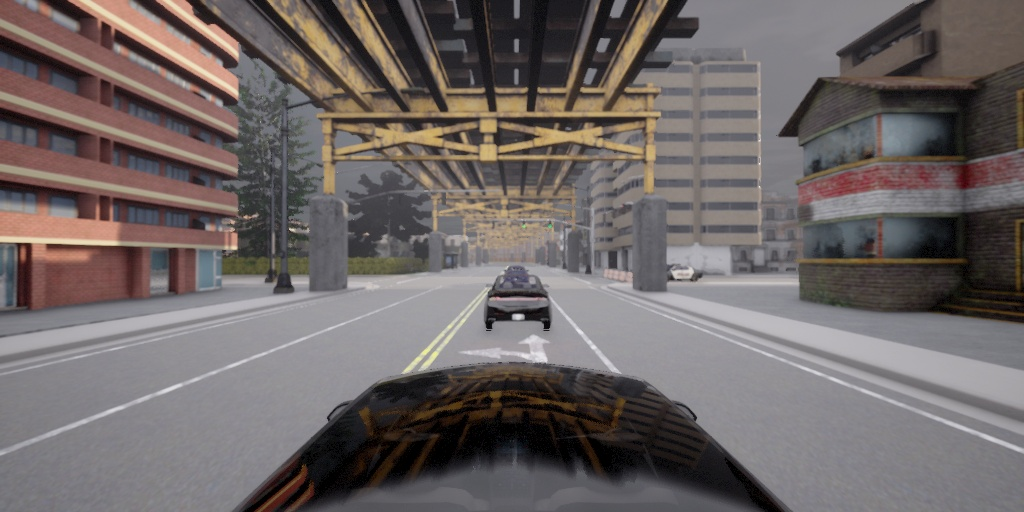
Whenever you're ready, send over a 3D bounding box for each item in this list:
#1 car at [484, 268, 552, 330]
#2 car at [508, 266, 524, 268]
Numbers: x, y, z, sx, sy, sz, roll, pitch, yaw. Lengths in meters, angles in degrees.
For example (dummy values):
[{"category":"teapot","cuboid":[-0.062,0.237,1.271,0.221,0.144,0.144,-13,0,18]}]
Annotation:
[{"category":"car","cuboid":[0.172,1.320,11.373,2.128,1.511,4.902,0,0,0]},{"category":"car","cuboid":[0.317,1.471,27.347,1.812,1.442,4.674,0,0,1]}]
